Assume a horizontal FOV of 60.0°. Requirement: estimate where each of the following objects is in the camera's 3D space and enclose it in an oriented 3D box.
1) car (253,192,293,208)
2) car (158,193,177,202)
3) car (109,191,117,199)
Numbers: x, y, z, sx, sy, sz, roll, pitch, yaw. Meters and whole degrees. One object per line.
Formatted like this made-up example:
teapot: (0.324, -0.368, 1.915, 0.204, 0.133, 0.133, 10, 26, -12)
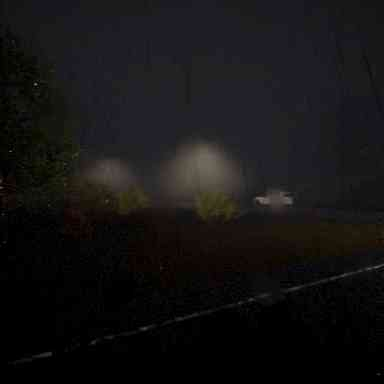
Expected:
car: (10.764, 1.058, 44.367, 2.150, 2.045, 5.566, 0, 0, -37)
car: (-4.821, 1.057, 64.906, 2.097, 1.767, 4.553, 0, 0, -37)
car: (-17.046, 0.882, 70.319, 2.150, 2.045, 5.566, 0, 0, -32)
